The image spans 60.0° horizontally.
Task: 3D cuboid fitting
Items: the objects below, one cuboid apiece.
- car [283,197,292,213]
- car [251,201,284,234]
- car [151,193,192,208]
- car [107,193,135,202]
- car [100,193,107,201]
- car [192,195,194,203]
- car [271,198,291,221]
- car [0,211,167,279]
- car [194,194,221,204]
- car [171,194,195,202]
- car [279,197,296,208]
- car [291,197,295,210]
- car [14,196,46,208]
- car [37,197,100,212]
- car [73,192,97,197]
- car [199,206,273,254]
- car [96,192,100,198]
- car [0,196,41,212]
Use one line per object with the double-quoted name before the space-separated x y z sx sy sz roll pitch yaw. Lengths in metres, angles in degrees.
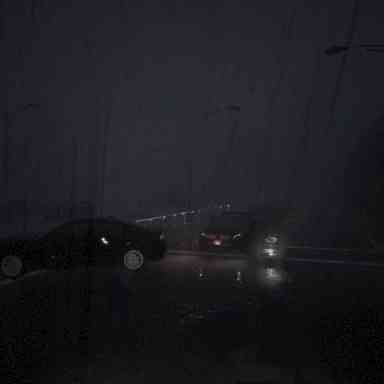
"car" 7.864 1.488 30.434 1.837 1.490 4.892 0 0 19
"car" 4.036 1.491 19.237 1.837 1.490 4.892 0 0 19
"car" -2.810 1.076 41.731 4.605 1.855 1.932 0 0 19
"car" -13.569 1.048 65.307 4.605 1.855 1.932 0 0 19
"car" -19.954 1.016 70.958 3.866 1.878 1.905 0 0 19
"car" -2.262 1.054 44.614 3.866 1.878 1.905 0 0 19
"car" 5.967 1.476 24.877 2.128 1.511 4.902 0 0 19
"car" -3.255 1.476 9.829 5.008 1.535 1.882 0 0 -15
"car" 1.869 1.128 56.723 5.027 1.636 2.152 0 0 19
"car" -1.853 1.260 68.644 4.514 1.523 2.007 0 0 19
"car" 13.716 1.470 47.584 2.128 1.511 4.902 0 0 19
"car" 9.924 1.545 36.465 1.994 1.385 4.181 0 0 19
"car" -21.533 1.274 44.304 3.633 1.501 1.845 0 0 19
"car" -8.942 1.356 24.187 3.633 1.501 1.845 0 0 19
"car" -18.265 1.250 53.748 4.514 1.523 2.007 0 0 19
"car" 1.871 1.515 13.836 1.812 1.442 4.674 0 0 25
"car" -21.607 1.300 68.010 3.806 1.475 1.970 0 0 19
"car" -15.003 1.356 29.404 3.806 1.475 1.970 0 0 19
